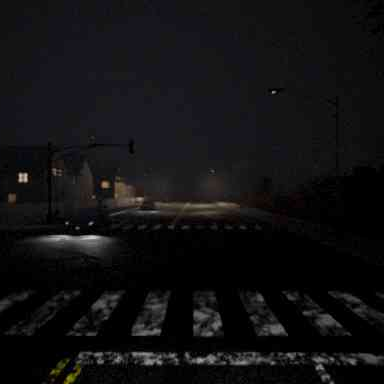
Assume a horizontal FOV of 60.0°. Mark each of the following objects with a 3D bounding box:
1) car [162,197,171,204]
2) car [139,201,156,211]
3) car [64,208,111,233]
[{"bbox_3d":[-5.906,2.034,77.976,2.128,1.511,4.902,0,0,0],"label":"car"},{"bbox_3d":[-6.149,1.938,46.632,1.812,1.442,4.674,0,0,0],"label":"car"},{"bbox_3d":[-6.344,1.755,20.808,1.812,1.442,4.674,0,0,0],"label":"car"}]
